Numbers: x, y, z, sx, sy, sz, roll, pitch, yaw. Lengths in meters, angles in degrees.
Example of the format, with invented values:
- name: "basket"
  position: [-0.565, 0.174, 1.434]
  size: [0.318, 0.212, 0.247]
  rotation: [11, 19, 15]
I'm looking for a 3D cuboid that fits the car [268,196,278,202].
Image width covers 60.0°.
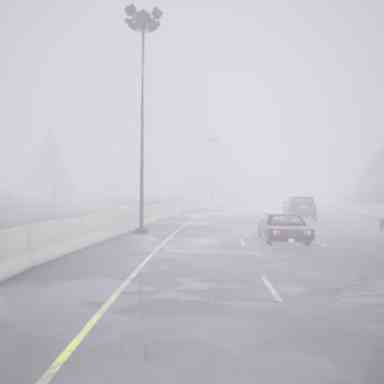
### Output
- name: "car"
  position: [21.639, 1.797, 89.239]
  size: [1.812, 1.442, 4.674]
  rotation: [1, 0, 27]

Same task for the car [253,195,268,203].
- name: "car"
  position: [15.239, 1.521, 75.645]
  size: [2.097, 1.767, 4.553]
  rotation: [1, 0, 23]

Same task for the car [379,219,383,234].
- name: "car"
  position: [11.339, 1.728, 16.772]
  size: [1.895, 1.301, 4.718]
  rotation: [1, 0, 6]

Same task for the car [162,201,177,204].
- name: "car"
  position: [-3.351, 1.535, 53.812]
  size: [1.837, 1.490, 4.892]
  rotation: [0, 0, 15]

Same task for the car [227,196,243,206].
- name: "car"
  position: [7.488, 1.490, 57.890]
  size: [2.097, 1.767, 4.553]
  rotation: [1, 0, 17]

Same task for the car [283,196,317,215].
- name: "car"
  position: [9.090, 1.342, 28.340]
  size: [2.150, 2.045, 5.566]
  rotation: [0, 0, 9]

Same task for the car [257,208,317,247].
- name: "car"
  position: [4.184, 1.659, 15.546]
  size: [1.895, 1.301, 4.718]
  rotation: [1, 0, 5]
